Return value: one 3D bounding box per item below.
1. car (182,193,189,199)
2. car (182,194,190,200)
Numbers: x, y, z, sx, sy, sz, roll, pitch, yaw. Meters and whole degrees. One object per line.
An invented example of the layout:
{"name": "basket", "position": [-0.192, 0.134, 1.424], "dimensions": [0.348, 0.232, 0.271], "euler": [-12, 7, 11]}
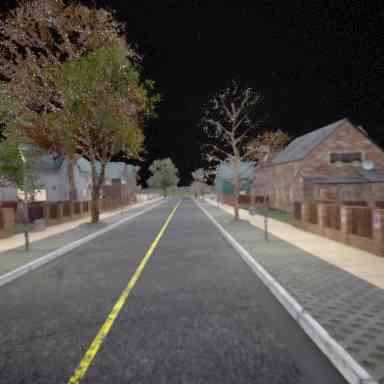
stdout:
{"name": "car", "position": [-1.610, 1.124, 86.970], "dimensions": [1.812, 1.442, 4.674], "euler": [-1, 0, -1]}
{"name": "car", "position": [-1.425, 1.092, 77.136], "dimensions": [2.033, 1.411, 5.357], "euler": [-1, 0, -1]}
